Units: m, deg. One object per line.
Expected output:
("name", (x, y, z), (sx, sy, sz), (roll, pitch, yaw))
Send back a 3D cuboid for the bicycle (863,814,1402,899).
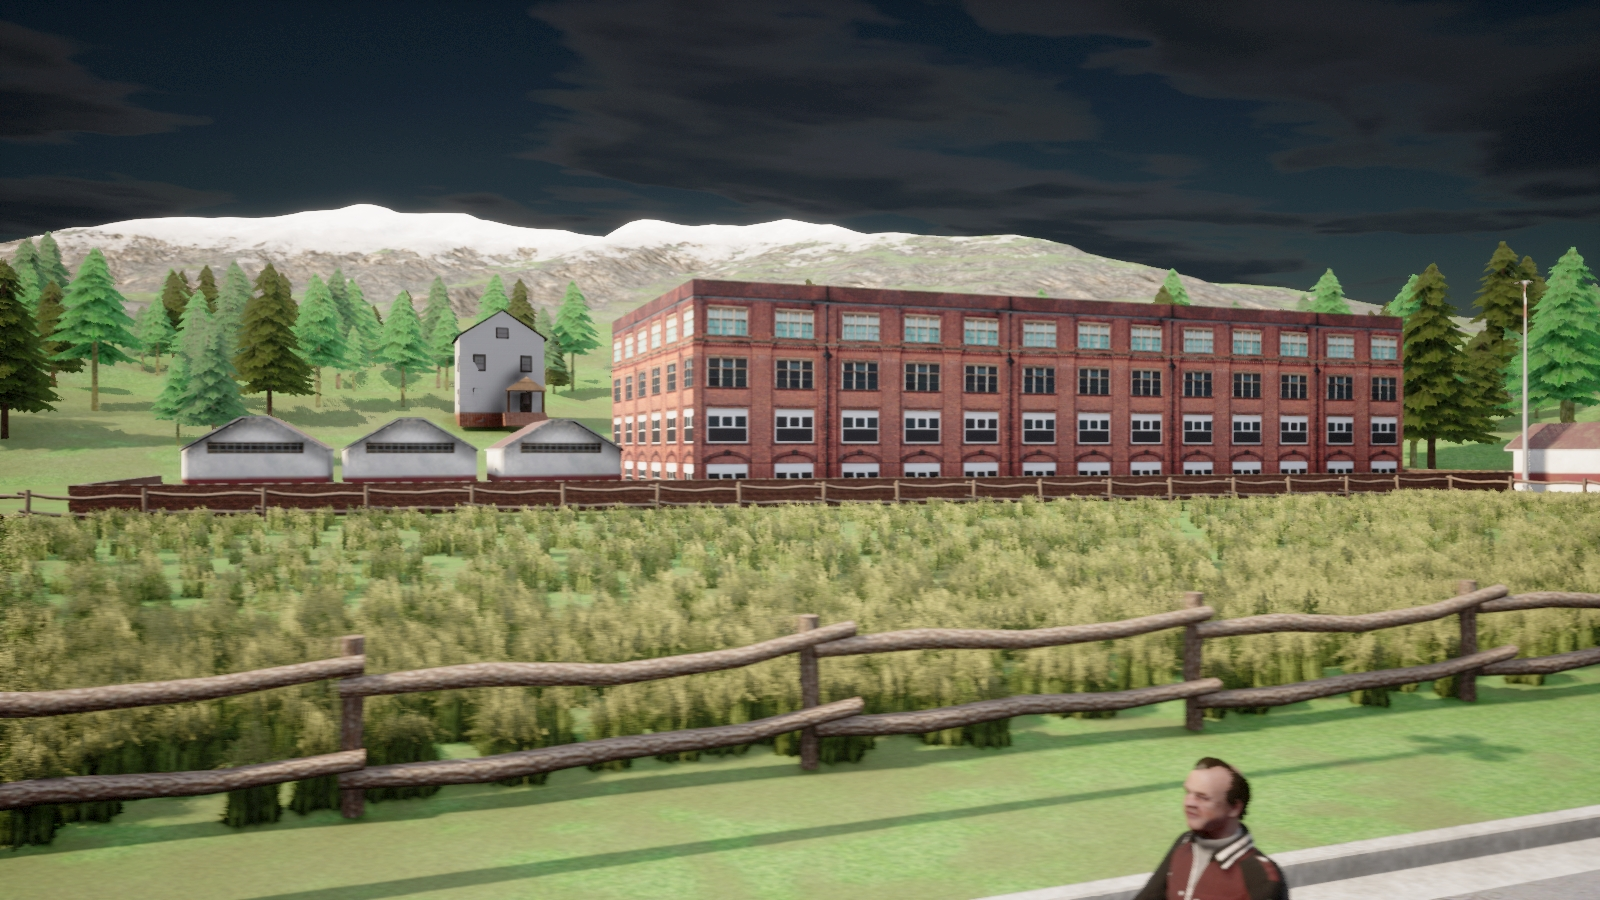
("bicycle", (1.112, 2.060, 3.697), (1.835, 1.471, 0.329), (0, 0, -20))
